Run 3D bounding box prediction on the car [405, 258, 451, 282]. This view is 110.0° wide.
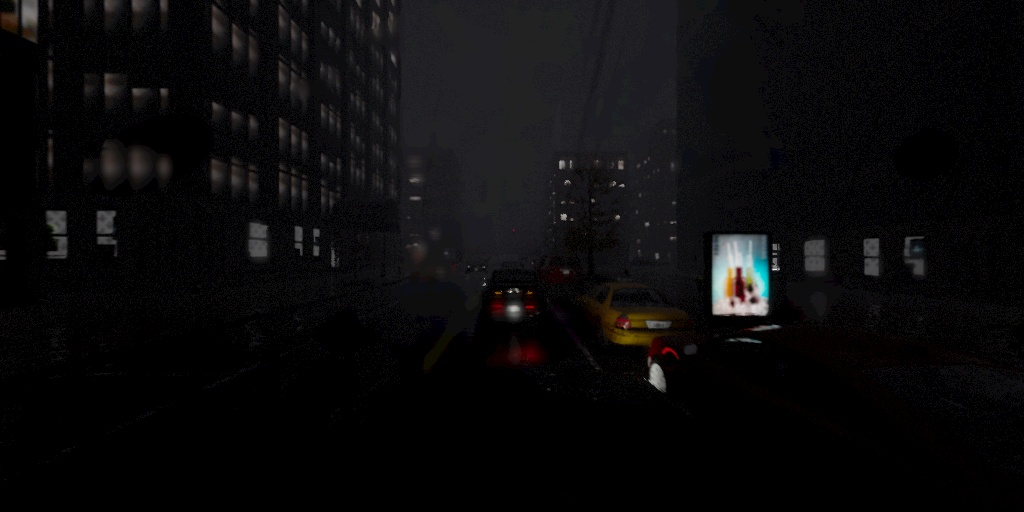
[{"bbox_3d":[-5.748,1.007,25.197,1.751,1.417,4.829,0,0,0],"label":"car"}]

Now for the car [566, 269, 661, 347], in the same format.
[{"bbox_3d":[2.674,1.196,8.879,1.751,1.417,4.829,0,0,0],"label":"car"}]

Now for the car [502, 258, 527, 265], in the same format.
[{"bbox_3d":[0.019,1.064,26.945,1.895,1.301,4.718,0,1,0],"label":"car"}]

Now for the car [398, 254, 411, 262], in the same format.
[{"bbox_3d":[-17.396,0.404,55.276,4.507,1.381,1.888,0,0,-1],"label":"car"}]

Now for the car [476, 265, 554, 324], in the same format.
[{"bbox_3d":[0.059,1.139,11.402,1.837,1.490,4.892,0,-1,0],"label":"car"}]

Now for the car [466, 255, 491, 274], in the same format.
[{"bbox_3d":[-3.171,0.909,34.018,1.812,1.442,4.674,0,1,0],"label":"car"}]

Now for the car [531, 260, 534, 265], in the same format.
[{"bbox_3d":[2.632,0.796,25.386,2.192,1.841,5.009,0,0,0],"label":"car"}]

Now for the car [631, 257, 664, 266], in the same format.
[{"bbox_3d":[20.700,0.885,55.699,4.097,1.591,1.967,0,0,-1],"label":"car"}]

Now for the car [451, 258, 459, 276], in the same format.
[{"bbox_3d":[-5.762,0.859,30.926,1.967,1.591,4.097,0,0,0],"label":"car"}]

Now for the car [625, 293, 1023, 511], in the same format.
[{"bbox_3d":[2.688,1.279,3.151,1.888,1.381,4.507,0,0,0],"label":"car"}]

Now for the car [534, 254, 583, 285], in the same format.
[{"bbox_3d":[2.646,0.859,19.827,2.192,1.841,5.009,0,0,0],"label":"car"}]
